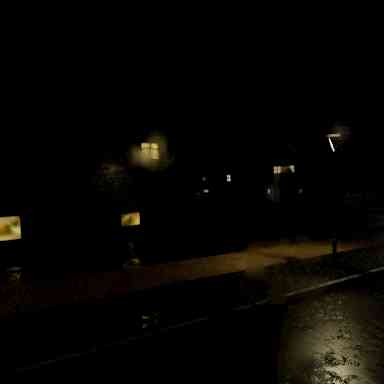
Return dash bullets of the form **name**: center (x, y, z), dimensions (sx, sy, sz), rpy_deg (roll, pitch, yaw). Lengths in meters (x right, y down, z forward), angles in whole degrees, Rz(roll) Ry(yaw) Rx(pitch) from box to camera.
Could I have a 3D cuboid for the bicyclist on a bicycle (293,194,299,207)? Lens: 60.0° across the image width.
- **bicyclist on a bicycle**: center (12.251, 0.995, 38.963), dimensions (0.582, 1.620, 1.656), rpy_deg (0, 3, 38)
